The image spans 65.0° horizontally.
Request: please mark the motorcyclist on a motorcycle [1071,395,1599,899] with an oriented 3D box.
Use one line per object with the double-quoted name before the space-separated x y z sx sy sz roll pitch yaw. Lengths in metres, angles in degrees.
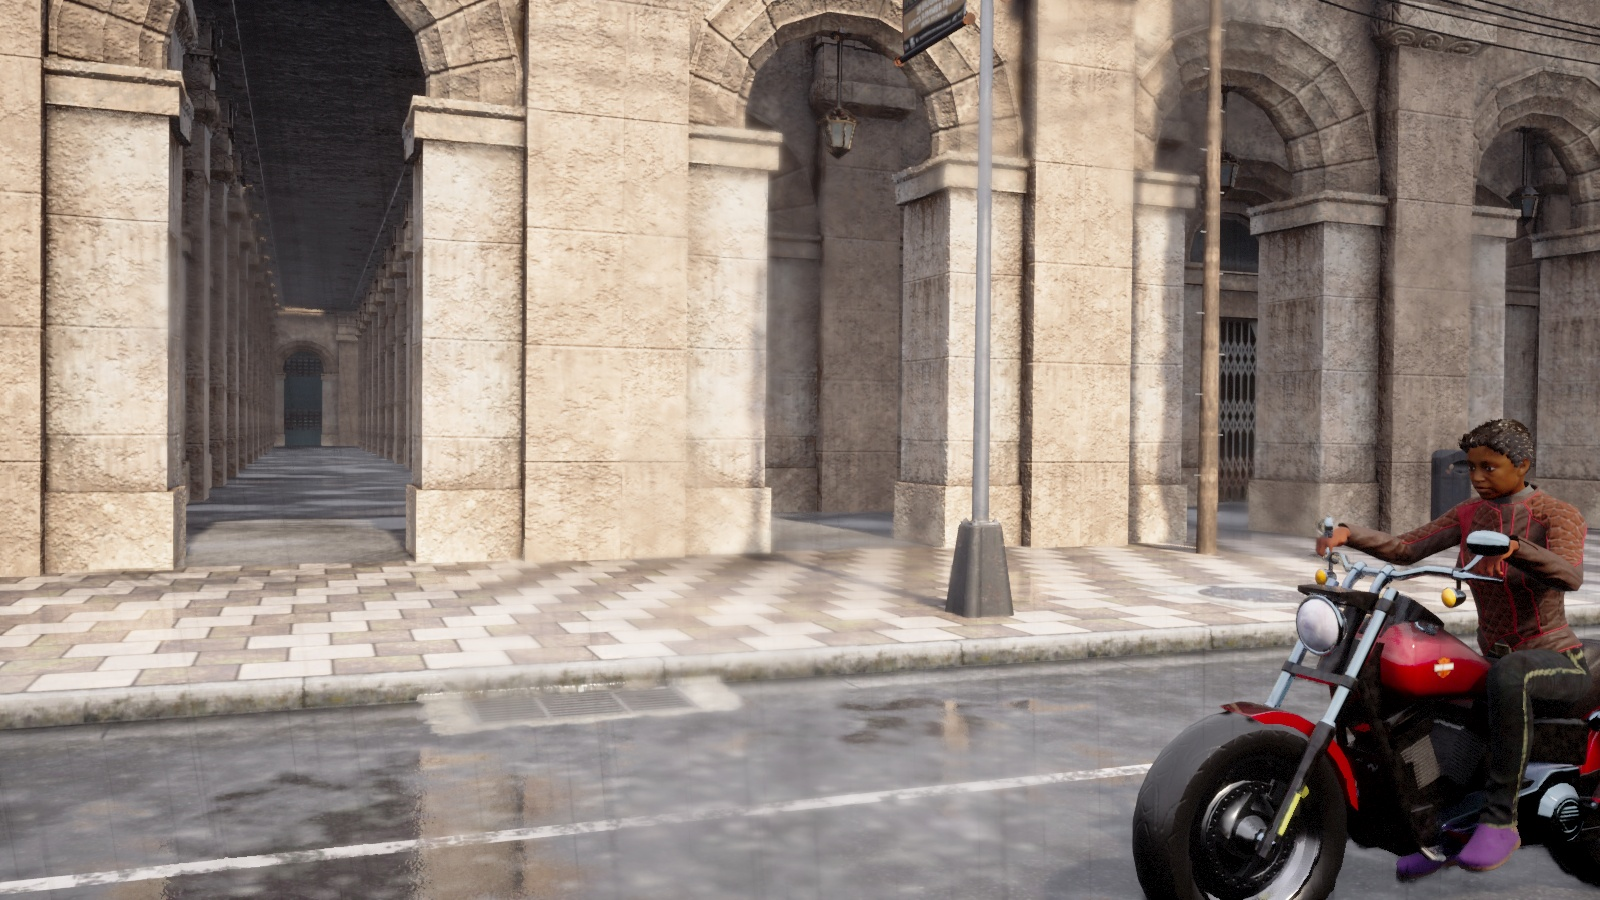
"motorcyclist on a motorcycle" 2.107 0.660 4.062 2.350 1.649 0.766 -1 1 -21
